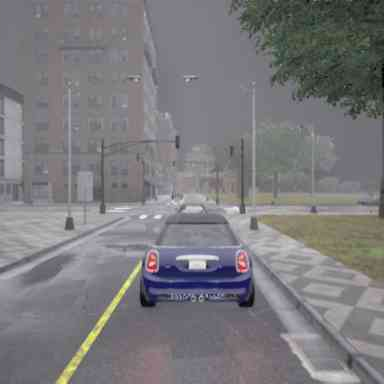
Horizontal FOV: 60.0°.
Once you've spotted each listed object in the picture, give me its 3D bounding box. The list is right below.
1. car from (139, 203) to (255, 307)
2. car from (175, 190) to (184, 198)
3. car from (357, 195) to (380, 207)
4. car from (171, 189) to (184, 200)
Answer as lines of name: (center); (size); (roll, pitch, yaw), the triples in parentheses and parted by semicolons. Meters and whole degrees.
car: (0.093, 1.251, 7.878); (2.097, 1.767, 4.553); (0, 1, 0)
car: (-2.942, 0.464, 81.570); (2.097, 1.767, 4.553); (0, 0, 0)
car: (23.452, 1.118, 41.182); (5.357, 1.411, 2.033); (0, 0, 0)
car: (-2.916, 0.474, 65.616); (2.150, 2.045, 5.566); (0, 1, 0)
